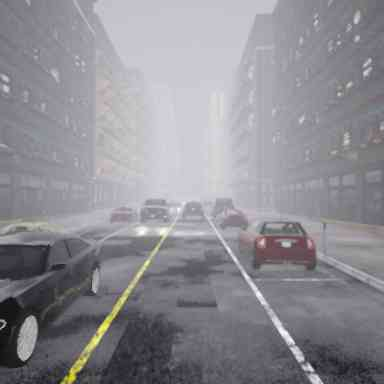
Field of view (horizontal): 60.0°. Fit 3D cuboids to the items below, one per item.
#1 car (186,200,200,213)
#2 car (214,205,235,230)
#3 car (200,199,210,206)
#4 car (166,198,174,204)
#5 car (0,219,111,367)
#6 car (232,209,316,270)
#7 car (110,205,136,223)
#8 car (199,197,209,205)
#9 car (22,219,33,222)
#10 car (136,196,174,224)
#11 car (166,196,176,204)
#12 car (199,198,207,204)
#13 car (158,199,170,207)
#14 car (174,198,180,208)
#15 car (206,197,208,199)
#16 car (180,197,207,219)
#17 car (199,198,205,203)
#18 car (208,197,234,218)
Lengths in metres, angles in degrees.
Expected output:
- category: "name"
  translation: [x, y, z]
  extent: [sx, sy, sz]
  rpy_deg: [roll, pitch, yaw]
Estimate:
- category: "car"
  translation: [0.146, 1.900, 44.869]
  extent: [1.882, 1.535, 5.008]
  rpy_deg: [0, 0, 0]
- category: "car"
  translation: [2.735, 1.803, 22.582]
  extent: [1.802, 1.307, 4.206]
  rpy_deg: [1, -1, 0]
- category: "car"
  translation: [2.815, 2.220, 72.448]
  extent: [1.887, 1.381, 4.507]
  rpy_deg: [1, -1, 0]
- category: "car"
  translation: [-5.549, 2.288, 83.319]
  extent: [1.752, 1.417, 4.829]
  rpy_deg: [1, -1, 0]
- category: "car"
  translation: [-3.092, 1.535, 6.038]
  extent: [1.882, 1.535, 5.008]
  rpy_deg: [0, 0, 0]
- category: "car"
  translation: [2.720, 1.556, 11.503]
  extent: [1.967, 1.590, 4.097]
  rpy_deg: [1, -1, 0]
- category: "car"
  translation: [-5.636, 1.808, 28.084]
  extent: [1.887, 1.381, 4.507]
  rpy_deg: [1, -1, 0]
- category: "car"
  translation: [2.827, 2.039, 77.989]
  extent: [2.192, 1.841, 5.009]
  rpy_deg: [1, -1, 0]
- category: "car"
  translation: [-5.663, 1.630, 11.294]
  extent: [1.752, 1.417, 4.829]
  rpy_deg: [1, -1, 0]
- category: "car"
  translation: [-2.967, 1.489, 27.883]
  extent: [2.150, 2.045, 5.566]
  rpy_deg: [0, -1, 0]
- category: "car"
  translation: [-5.536, 2.128, 89.030]
  extent: [2.192, 1.841, 5.009]
  rpy_deg: [1, -1, 0]
- category: "car"
  translation: [2.840, 2.373, 89.067]
  extent: [2.008, 1.369, 4.403]
  rpy_deg: [1, -1, 0]
- category: "car"
  translation: [-5.575, 2.168, 66.867]
  extent: [2.008, 1.369, 4.403]
  rpy_deg: [1, -1, 0]
- category: "car"
  translation: [-2.938, 2.156, 59.693]
  extent: [1.895, 1.301, 4.718]
  rpy_deg: [0, -1, 1]
- category: "car"
  translation: [2.799, 2.016, 61.367]
  extent: [1.967, 1.590, 4.097]
  rpy_deg: [1, -1, 0]
- category: "car"
  translation: [0.132, 1.668, 33.253]
  extent: [2.097, 1.767, 4.553]
  rpy_deg: [0, -1, 0]
- category: "car"
  translation: [2.850, 2.398, 94.778]
  extent: [1.752, 1.417, 4.829]
  rpy_deg: [1, -1, 0]
- category: "car"
  translation: [3.157, 1.560, 34.566]
  extent: [2.150, 2.045, 5.566]
  rpy_deg: [0, -1, 0]
